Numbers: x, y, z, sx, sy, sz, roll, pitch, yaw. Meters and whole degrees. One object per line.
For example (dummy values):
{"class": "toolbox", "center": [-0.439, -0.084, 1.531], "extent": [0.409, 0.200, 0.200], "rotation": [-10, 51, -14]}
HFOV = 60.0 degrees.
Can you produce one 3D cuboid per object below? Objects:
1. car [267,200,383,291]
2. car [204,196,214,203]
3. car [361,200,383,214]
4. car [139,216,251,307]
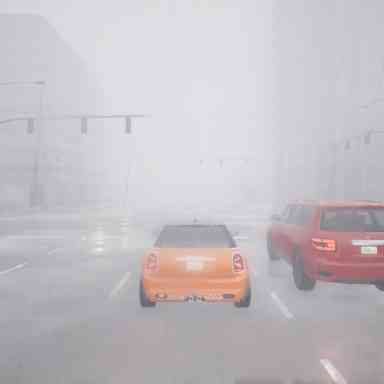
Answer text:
{"class": "car", "center": [3.556, 1.221, 9.134], "extent": [2.150, 2.045, 5.566], "rotation": [0, 0, 3]}
{"class": "car", "center": [3.709, 1.525, 71.099], "extent": [1.812, 1.442, 4.674], "rotation": [0, 0, 0]}
{"class": "car", "center": [20.540, 1.564, 35.269], "extent": [4.181, 1.385, 1.994], "rotation": [0, 0, 1]}
{"class": "car", "center": [0.077, 1.352, 8.115], "extent": [2.097, 1.767, 4.553], "rotation": [0, 0, 1]}
